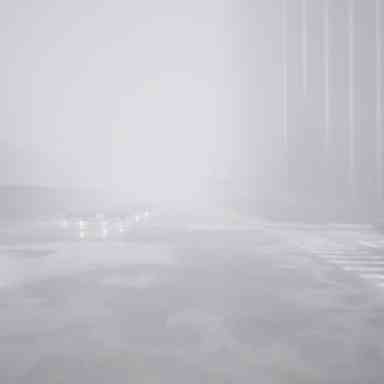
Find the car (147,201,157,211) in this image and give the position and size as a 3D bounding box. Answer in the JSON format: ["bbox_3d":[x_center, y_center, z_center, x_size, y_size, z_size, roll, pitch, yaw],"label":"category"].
[{"bbox_3d":[-7.029,2.074,50.610,2.128,1.511,4.902,0,-1,1],"label":"car"}]

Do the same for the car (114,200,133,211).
[{"bbox_3d":[-10.517,2.070,51.536,1.882,1.535,5.008,0,-1,1],"label":"car"}]

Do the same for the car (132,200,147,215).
[{"bbox_3d":[-7.063,1.999,41.083,1.812,1.442,4.674,0,-1,0],"label":"car"}]

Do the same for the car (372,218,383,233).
[{"bbox_3d":[13.275,1.792,19.647,4.892,1.490,1.837,0,-1,0],"label":"car"}]

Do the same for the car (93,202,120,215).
[{"bbox_3d":[-10.567,2.026,41.683,2.033,1.411,5.357,0,-1,0],"label":"car"}]

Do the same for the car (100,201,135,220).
[{"bbox_3d":[-7.075,1.895,32.103,1.812,1.442,4.674,0,-1,0],"label":"car"}]

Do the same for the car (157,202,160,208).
[{"bbox_3d":[-6.962,2.258,60.328,1.994,1.385,4.181,0,-1,0],"label":"car"}]

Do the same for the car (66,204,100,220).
[{"bbox_3d":[-10.574,1.894,32.103,1.812,1.442,4.674,0,-1,0],"label":"car"}]

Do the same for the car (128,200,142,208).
[{"bbox_3d":[-10.462,2.234,61.581,1.812,1.442,4.674,0,-1,0],"label":"car"}]
